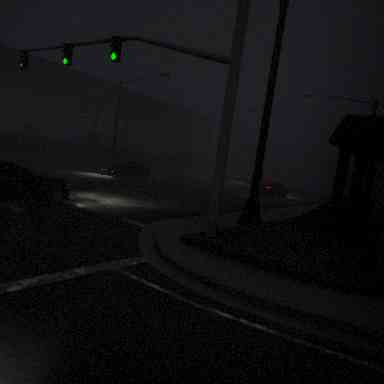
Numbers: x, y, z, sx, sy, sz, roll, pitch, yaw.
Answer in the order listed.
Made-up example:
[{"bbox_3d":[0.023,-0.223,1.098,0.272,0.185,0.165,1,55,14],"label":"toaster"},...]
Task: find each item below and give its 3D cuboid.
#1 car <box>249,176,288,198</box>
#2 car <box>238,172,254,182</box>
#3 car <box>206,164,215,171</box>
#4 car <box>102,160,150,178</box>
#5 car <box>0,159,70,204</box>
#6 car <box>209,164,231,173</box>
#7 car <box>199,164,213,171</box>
[{"bbox_3d":[7.429,-0.330,31.011,1.812,1.442,4.674,12,7,36],"label":"car"},{"bbox_3d":[8.798,-2.262,50.153,2.097,1.767,4.553,12,7,37],"label":"car"},{"bbox_3d":[4.400,-5.851,79.088,1.853,1.218,4.536,8,6,0],"label":"car"},{"bbox_3d":[-5.943,-2.171,30.561,1.837,1.490,4.892,12,7,36],"label":"car"},{"bbox_3d":[-6.830,-0.429,11.915,1.882,1.535,5.008,12,7,36],"label":"car"},{"bbox_3d":[6.968,-5.813,83.817,4.974,1.542,2.038,5,6,-25],"label":"car"},{"bbox_3d":[1.599,-5.860,75.330,4.536,1.218,1.853,7,6,-10],"label":"car"}]
